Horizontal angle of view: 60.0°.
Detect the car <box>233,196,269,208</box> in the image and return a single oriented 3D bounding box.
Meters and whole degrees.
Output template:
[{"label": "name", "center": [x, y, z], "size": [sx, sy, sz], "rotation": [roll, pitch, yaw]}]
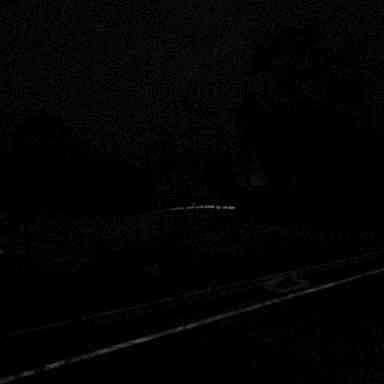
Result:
[{"label": "car", "center": [7.075, 1.155, 39.714], "size": [4.181, 1.385, 1.994], "rotation": [-1, 1, -12]}]
